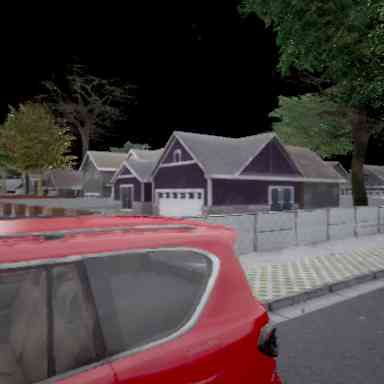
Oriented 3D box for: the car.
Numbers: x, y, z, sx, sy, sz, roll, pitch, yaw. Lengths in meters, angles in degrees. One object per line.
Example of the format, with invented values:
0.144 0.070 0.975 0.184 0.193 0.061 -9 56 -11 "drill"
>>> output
-1.927 1.222 1.697 5.566 2.045 2.150 0 0 -36 "car"
